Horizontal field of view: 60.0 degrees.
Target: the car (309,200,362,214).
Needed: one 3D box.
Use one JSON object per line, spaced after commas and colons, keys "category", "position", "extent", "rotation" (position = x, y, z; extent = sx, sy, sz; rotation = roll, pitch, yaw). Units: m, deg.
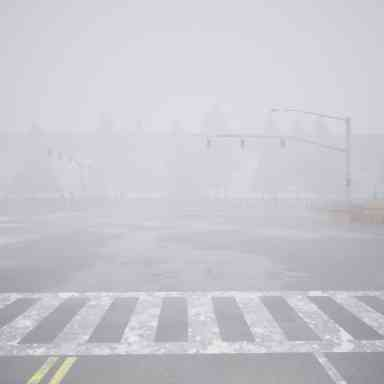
{"category": "car", "position": [15.411, 1.547, 35.539], "extent": [5.357, 1.411, 2.033], "rotation": [0, 0, -2]}
